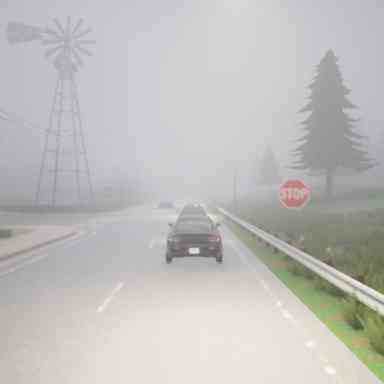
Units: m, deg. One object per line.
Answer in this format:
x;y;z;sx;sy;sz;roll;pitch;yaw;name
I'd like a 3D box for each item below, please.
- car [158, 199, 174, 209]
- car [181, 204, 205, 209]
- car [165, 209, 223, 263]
-3.564;1.690;46.274;1.895;1.301;4.718;0;0;0;car
0.079;1.613;25.315;1.994;1.385;4.181;0;0;0;car
0.078;1.549;11.992;1.812;1.442;4.674;0;0;0;car
